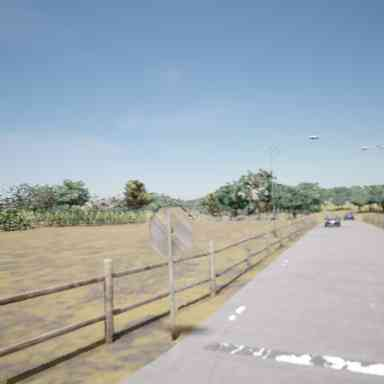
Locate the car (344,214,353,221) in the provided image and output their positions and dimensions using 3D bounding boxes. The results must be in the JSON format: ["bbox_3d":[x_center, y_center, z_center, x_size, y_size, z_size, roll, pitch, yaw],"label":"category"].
[{"bbox_3d":[38.457,6.277,81.984,1.837,1.490,4.892,-4,-6,24],"label":"car"}]

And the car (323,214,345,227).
[{"bbox_3d":[17.718,3.571,41.900,2.128,1.511,4.902,-4,-5,24],"label":"car"}]

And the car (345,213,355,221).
[{"bbox_3d":[34.410,5.413,72.872,2.097,1.767,4.553,-4,-6,24],"label":"car"}]
